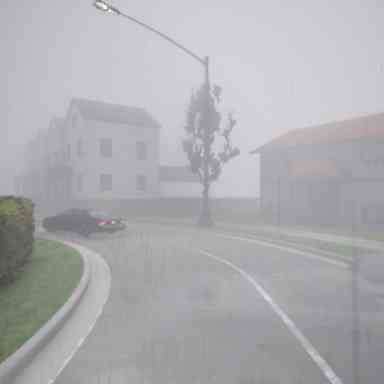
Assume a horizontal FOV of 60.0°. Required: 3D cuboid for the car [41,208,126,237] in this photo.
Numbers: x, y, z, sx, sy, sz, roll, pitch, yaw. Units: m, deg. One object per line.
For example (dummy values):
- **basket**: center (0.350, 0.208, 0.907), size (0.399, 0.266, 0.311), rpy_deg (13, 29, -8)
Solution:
- **car**: center (-5.928, 1.548, 17.929), size (5.357, 1.411, 2.033), rpy_deg (0, 0, 36)
